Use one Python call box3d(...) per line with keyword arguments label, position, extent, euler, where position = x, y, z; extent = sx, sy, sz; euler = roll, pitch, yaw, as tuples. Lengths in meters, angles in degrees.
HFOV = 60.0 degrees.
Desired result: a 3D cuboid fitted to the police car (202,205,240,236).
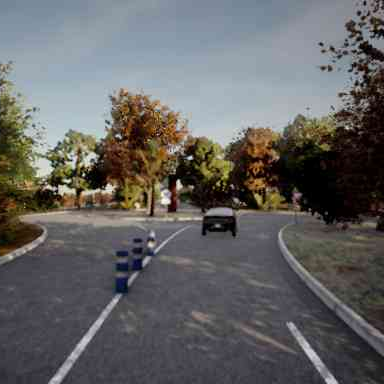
box3d(label="police car", position=(1.801, 1.613, 19.979), extent=(1.930, 1.638, 5.238), euler=(0, -1, 10))
